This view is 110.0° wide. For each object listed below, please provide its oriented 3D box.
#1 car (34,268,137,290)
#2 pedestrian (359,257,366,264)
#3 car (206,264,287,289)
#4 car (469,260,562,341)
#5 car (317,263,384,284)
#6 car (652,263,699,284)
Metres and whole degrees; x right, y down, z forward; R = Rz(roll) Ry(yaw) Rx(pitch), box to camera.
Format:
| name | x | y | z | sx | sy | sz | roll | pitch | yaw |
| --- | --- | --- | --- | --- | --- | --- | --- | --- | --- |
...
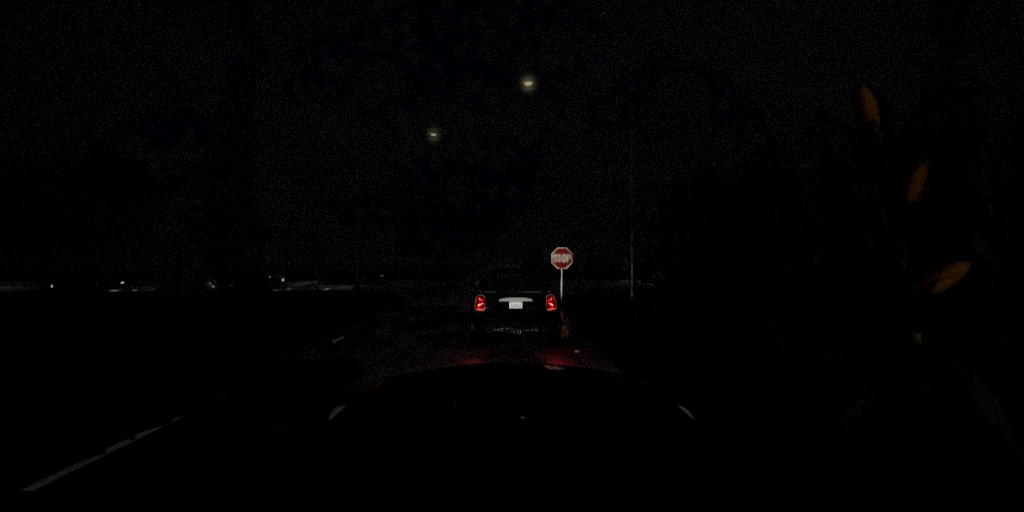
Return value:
| name | x | y | z | sx | sy | sz | roll | pitch | yaw |
| --- | --- | --- | --- | --- | --- | --- | --- | --- | --- |
| car | -27.438 | 1.427 | 23.200 | 4.718 | 1.301 | 1.895 | 0 | 2 | 0 |
| pedestrian | -12.234 | 0.975 | 29.251 | 0.375 | 1.860 | 0.375 | 0 | 2 | 0 |
| car | -17.317 | 1.294 | 23.253 | 4.902 | 1.511 | 2.128 | 0 | 2 | 0 |
| car | 0.032 | 1.095 | 9.973 | 2.097 | 1.767 | 4.553 | 0 | 0 | -1 |
| car | -11.802 | 1.244 | 26.243 | 4.674 | 1.442 | 1.812 | 0 | 2 | 0 |
| car | 12.785 | 1.242 | 26.413 | 4.674 | 1.442 | 1.812 | 0 | 2 | 1 |
